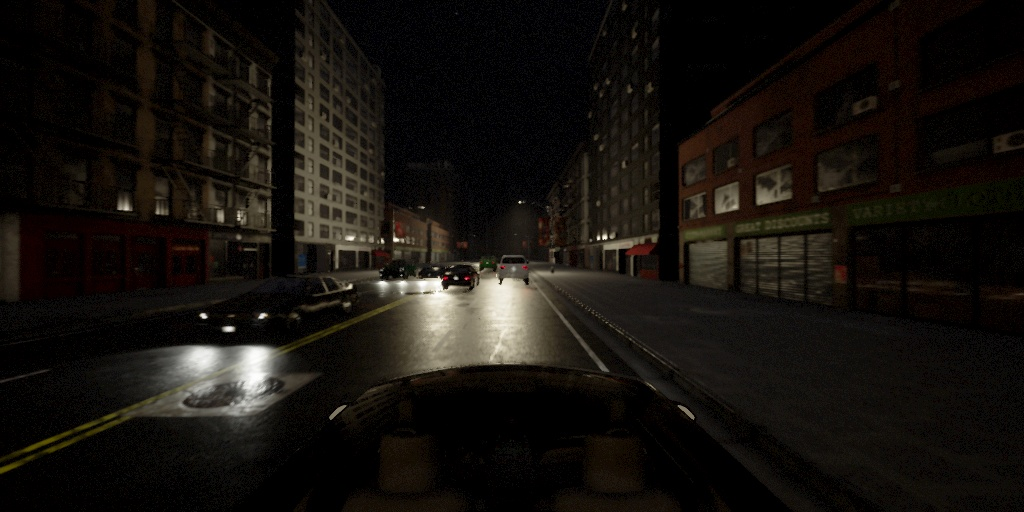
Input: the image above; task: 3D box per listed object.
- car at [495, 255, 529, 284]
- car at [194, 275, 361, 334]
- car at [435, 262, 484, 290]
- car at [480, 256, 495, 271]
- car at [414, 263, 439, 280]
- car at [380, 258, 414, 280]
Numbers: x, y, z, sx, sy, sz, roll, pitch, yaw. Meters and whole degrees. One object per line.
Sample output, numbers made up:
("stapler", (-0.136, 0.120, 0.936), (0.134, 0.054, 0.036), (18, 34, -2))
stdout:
("car", (0.110, 0.972, 27.181), (2.150, 2.045, 5.566), (0, 0, 0))
("car", (-6.499, 1.299, 10.890), (2.033, 1.411, 5.357), (0, 0, 0))
("car", (-3.143, 1.299, 22.631), (2.033, 1.411, 5.357), (0, 0, 0))
("car", (-3.132, 0.978, 48.337), (2.150, 2.045, 5.566), (0, 0, 0))
("car", (-6.569, 1.317, 30.451), (1.994, 1.385, 4.181), (0, 0, 0))
("car", (-9.814, 1.105, 31.259), (2.097, 1.767, 4.553), (0, 0, 0))
